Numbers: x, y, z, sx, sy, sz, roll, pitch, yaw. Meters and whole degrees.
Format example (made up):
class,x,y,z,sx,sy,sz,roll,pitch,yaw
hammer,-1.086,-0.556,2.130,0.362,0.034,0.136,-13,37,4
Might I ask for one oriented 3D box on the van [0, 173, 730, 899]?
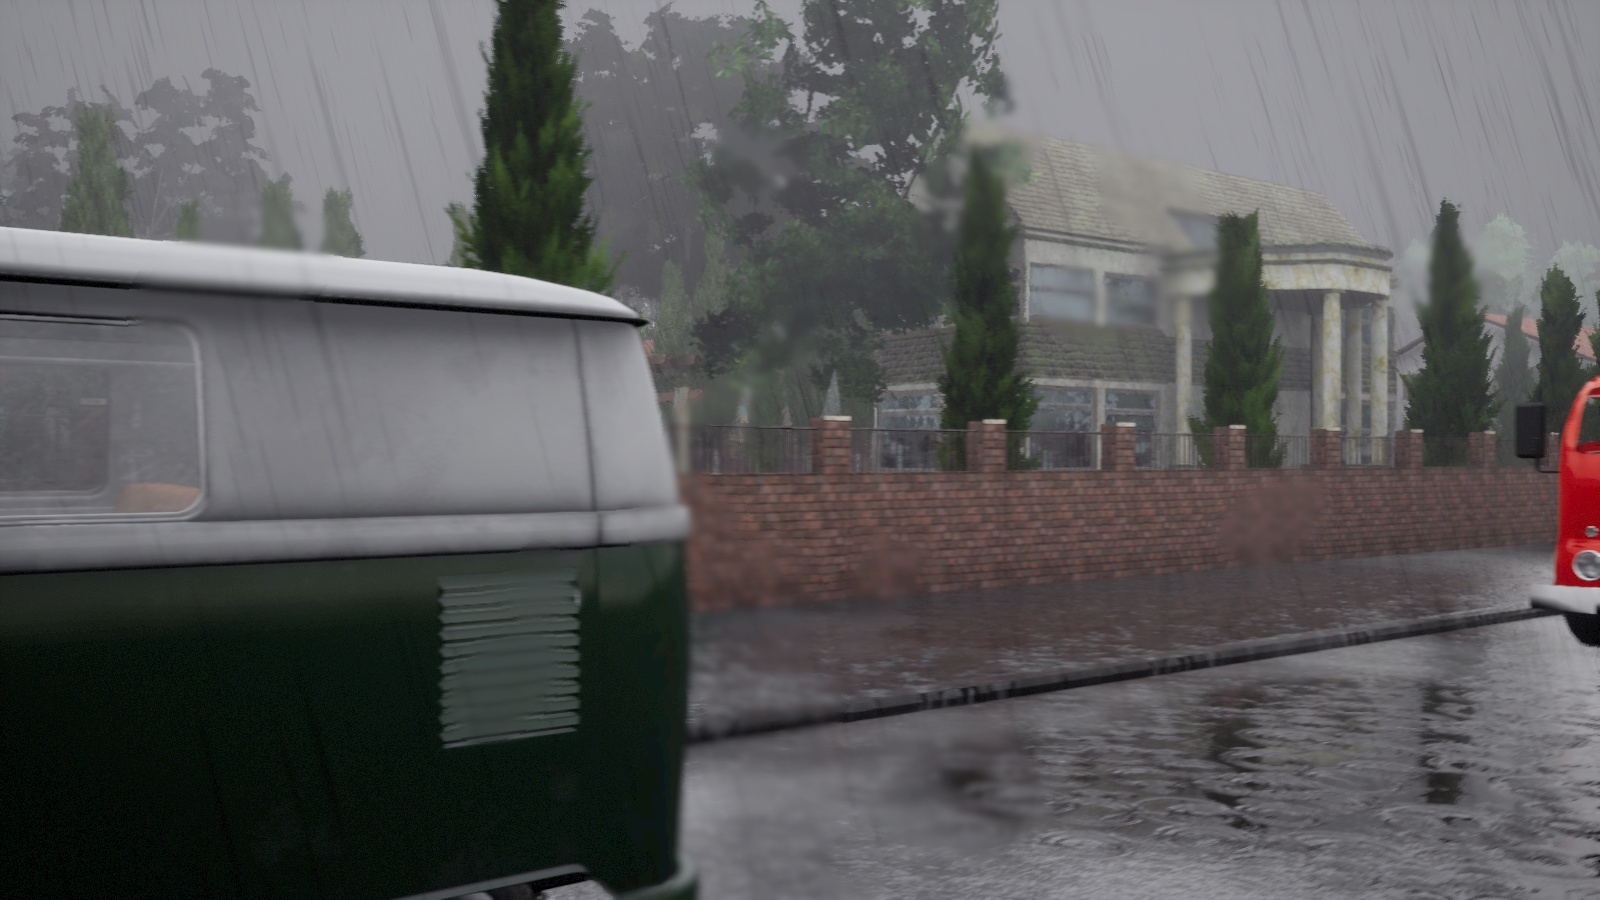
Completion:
class,x,y,z,sx,sy,sz,roll,pitch,yaw
van,-2.502,0.509,2.528,4.442,1.987,1.775,0,0,-35

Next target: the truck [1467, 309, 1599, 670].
class,x,y,z,sx,sy,sz,roll,pitch,yaw
truck,7.844,0.265,9.729,5.204,2.467,2.627,0,0,-35
